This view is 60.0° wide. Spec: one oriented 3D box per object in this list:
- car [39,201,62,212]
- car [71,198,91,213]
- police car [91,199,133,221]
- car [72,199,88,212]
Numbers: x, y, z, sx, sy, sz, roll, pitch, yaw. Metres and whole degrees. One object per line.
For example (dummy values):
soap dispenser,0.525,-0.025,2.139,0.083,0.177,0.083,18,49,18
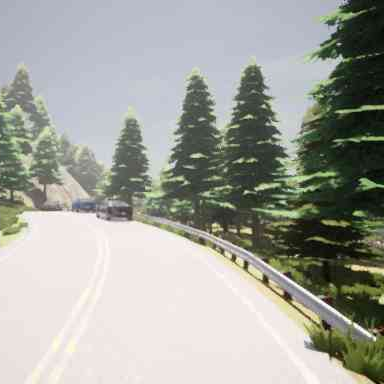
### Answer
car,-18.572,1.957,43.918,2.033,1.411,5.357,0,-5,-10
car,-11.428,1.392,35.154,1.882,1.535,5.008,2,-2,-26
police car,-6.332,1.362,26.797,1.930,1.638,5.238,2,-1,-30
car,-13.526,1.653,40.351,1.812,1.442,4.674,1,-4,-17
